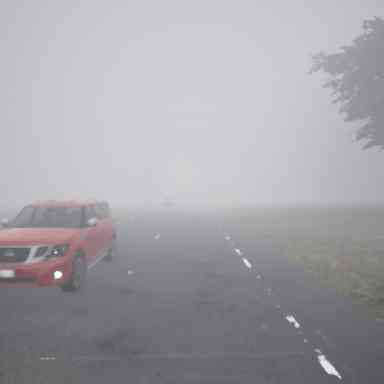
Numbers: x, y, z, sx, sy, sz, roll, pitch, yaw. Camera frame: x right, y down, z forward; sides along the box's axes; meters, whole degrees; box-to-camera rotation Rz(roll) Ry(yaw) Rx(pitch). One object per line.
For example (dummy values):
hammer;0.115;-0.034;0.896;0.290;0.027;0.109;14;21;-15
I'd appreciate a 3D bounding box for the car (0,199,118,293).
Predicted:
car;-3.600;1.231;9.227;2.150;2.045;5.566;0;0;0

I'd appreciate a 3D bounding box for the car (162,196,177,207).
car;-3.549;1.449;52.274;2.097;1.767;4.553;0;0;0
